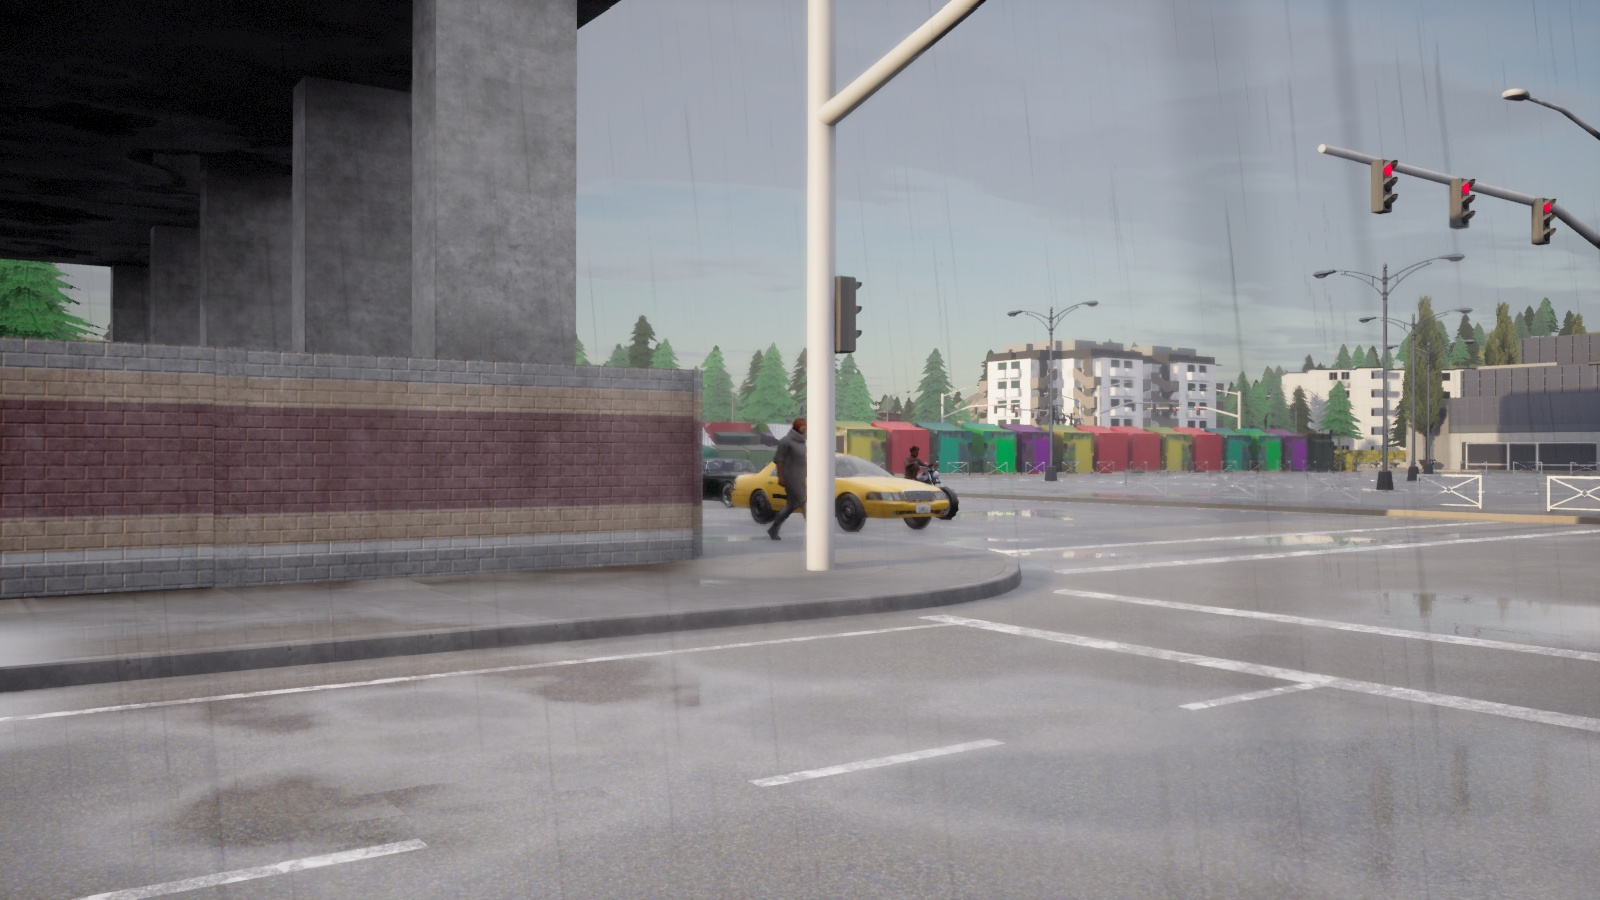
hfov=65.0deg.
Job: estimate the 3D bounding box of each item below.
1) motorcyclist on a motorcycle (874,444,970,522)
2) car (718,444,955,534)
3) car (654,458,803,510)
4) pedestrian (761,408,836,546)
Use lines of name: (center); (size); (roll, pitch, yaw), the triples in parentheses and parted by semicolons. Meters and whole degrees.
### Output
motorcyclist on a motorcycle: (2.673, 0.702, 27.821); (0.766, 1.649, 2.350); (0, 0, -35)
car: (0.561, 0.688, 24.736); (1.801, 1.575, 5.366); (0, 0, -35)
car: (-2.041, 0.879, 34.541); (1.895, 1.301, 4.718); (0, 0, -35)
pedestrian: (-0.017, 0.389, 18.304); (0.873, 1.952, 0.659); (0, 0, 35)
